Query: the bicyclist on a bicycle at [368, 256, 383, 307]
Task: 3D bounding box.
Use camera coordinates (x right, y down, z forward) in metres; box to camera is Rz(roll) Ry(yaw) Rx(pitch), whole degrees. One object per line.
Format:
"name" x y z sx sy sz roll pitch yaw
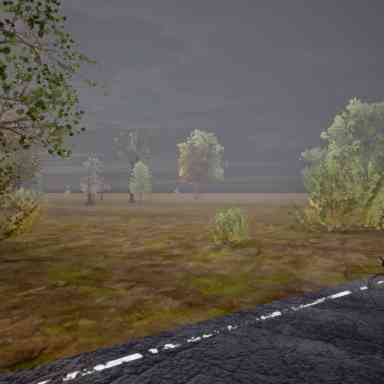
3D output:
"bicyclist on a bicycle" 4.025 1.453 6.067 0.582 1.620 1.656 0 -1 -34
